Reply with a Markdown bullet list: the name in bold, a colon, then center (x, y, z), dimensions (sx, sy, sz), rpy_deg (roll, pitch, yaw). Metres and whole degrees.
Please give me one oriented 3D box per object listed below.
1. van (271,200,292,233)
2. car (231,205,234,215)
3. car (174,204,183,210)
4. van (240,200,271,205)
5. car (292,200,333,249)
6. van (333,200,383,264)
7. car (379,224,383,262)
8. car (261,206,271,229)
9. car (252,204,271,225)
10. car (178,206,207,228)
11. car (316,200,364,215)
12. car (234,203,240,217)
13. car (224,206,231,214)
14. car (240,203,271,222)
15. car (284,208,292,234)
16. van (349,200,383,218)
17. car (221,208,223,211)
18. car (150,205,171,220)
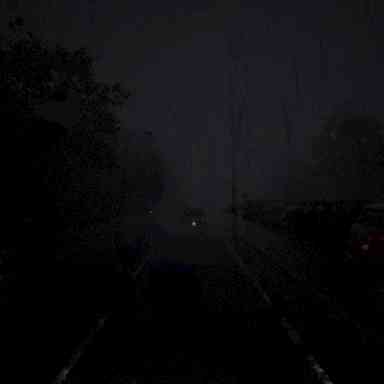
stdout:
- **van**: center (6.983, 1.463, 18.366), dimensions (4.442, 1.987, 1.878), rpy_deg (0, -1, 0)
- **car**: center (7.191, 2.158, 37.788), dimensions (4.792, 1.488, 2.163), rpy_deg (0, -1, 0)
- **car**: center (-3.064, 3.477, 76.468), dimensions (1.812, 1.442, 4.674), rpy_deg (0, -3, 0)
- **van**: center (7.260, 1.777, 32.243), dimensions (4.442, 1.987, 1.878), rpy_deg (0, -1, 0)
- **car**: center (7.110, 1.327, 12.831), dimensions (5.566, 2.045, 2.435), rpy_deg (0, 0, 0)
- **van**: center (6.956, 1.335, 10.055), dimensions (4.442, 1.987, 1.878), rpy_deg (0, 0, 0)
- **car**: center (7.067, 1.582, 7.277), dimensions (4.674, 1.452, 2.002), rpy_deg (0, 0, 0)
- **car**: center (7.111, 1.791, 21.135), dimensions (4.674, 1.452, 2.002), rpy_deg (0, -1, 0)
- **car**: center (7.087, 1.844, 23.912), dimensions (4.792, 1.488, 2.163), rpy_deg (0, -1, 0)
- **car**: center (0.152, 1.971, 25.380), dimensions (1.895, 1.301, 4.718), rpy_deg (0, -1, 0)
- **car**: center (20.295, 2.066, 45.854), dimensions (5.566, 2.045, 2.435), rpy_deg (0, -2, 0)
- **car**: center (7.155, 2.105, 35.013), dimensions (4.674, 1.452, 2.002), rpy_deg (0, -1, 0)
- **car**: center (7.142, 1.940, 40.570), dimensions (5.566, 2.045, 2.435), rpy_deg (0, -1, 0)
- **car**: center (7.140, 1.940, 29.462), dimensions (5.008, 1.535, 2.097), rpy_deg (0, -1, 0)
- **car**: center (7.120, 1.655, 15.579), dimensions (4.792, 1.488, 2.163), rpy_deg (0, -1, 0)
- **van**: center (20.357, 1.895, 37.548), dimensions (4.442, 1.987, 1.878), rpy_deg (0, -1, 0)
- **car**: center (7.202, 2.406, 48.882), dimensions (4.892, 1.521, 2.231), rpy_deg (0, -2, 0)
- **car**: center (-3.270, 2.106, 35.054), dimensions (1.812, 1.442, 4.674), rpy_deg (0, -1, 0)
